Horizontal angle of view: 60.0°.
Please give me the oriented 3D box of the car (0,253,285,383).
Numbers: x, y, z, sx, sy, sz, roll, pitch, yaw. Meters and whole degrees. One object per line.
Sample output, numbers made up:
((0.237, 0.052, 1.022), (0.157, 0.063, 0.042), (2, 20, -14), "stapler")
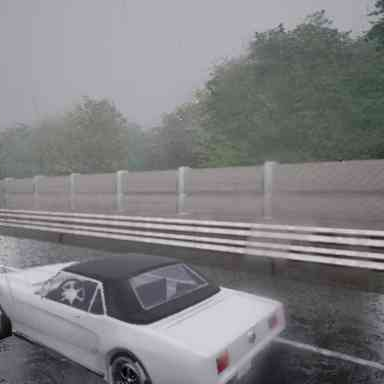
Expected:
((-1.234, 1.610, 4.896), (4.718, 1.301, 1.895), (0, 0, 36), "car")
